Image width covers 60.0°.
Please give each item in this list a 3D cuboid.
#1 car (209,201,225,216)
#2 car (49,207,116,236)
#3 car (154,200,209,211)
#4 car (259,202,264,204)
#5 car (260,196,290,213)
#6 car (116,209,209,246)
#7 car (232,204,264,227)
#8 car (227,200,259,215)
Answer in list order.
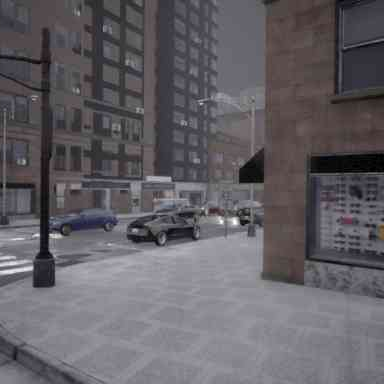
[{"bbox_3d":[1.460,1.642,34.790,1.967,1.590,4.097,0,0,36],"label":"car"},{"bbox_3d":[-6.431,1.631,19.483,1.812,1.442,4.674,1,0,38],"label":"car"},{"bbox_3d":[-1.058,1.668,26.916,2.128,1.511,4.902,1,0,36],"label":"car"},{"bbox_3d":[7.800,1.820,43.560,1.752,1.417,4.829,0,0,36],"label":"car"},{"bbox_3d":[10.948,1.570,43.462,2.150,2.045,5.566,1,0,33],"label":"car"},{"bbox_3d":[-1.297,1.762,16.432,1.947,1.339,4.313,0,0,36],"label":"car"},{"bbox_3d":[5.145,1.848,25.340,1.947,1.339,4.313,0,0,36],"label":"car"},{"bbox_3d":[4.815,1.610,35.018,2.097,1.767,4.553,1,0,36],"label":"car"}]
